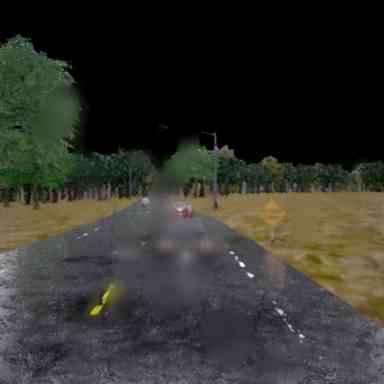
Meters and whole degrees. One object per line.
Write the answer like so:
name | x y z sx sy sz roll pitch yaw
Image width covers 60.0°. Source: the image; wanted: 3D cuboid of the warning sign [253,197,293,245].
warning sign | 3.252 1.149 13.490 1.300 1.860 1.060 0 0 -2

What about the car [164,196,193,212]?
car | -1.094 1.440 27.771 2.097 1.767 4.553 0 0 -4

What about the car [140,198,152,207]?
car | -7.996 1.779 58.001 1.812 1.442 4.674 0 0 -7

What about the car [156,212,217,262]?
car | -0.224 1.632 12.174 1.895 1.301 4.718 0 0 -2
